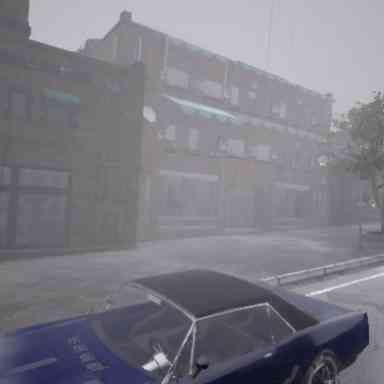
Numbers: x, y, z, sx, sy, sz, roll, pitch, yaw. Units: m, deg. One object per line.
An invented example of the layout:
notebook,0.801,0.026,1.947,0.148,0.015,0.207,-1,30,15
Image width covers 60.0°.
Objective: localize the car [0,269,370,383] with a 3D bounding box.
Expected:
car,-0.267,1.615,3.372,4.718,1.301,1.895,1,0,-36
